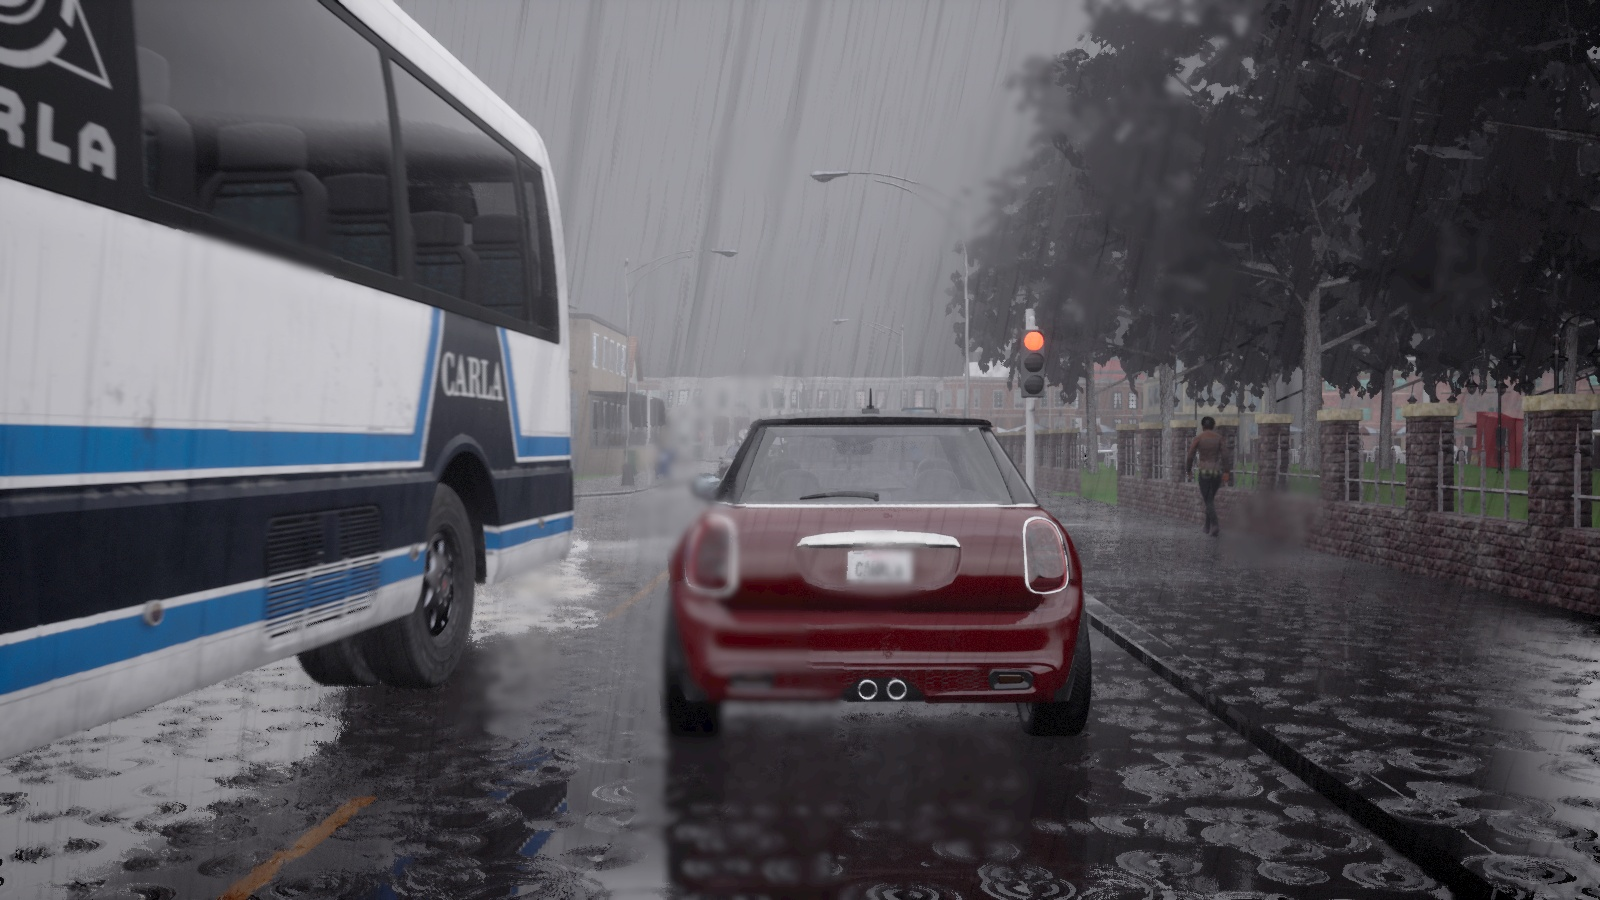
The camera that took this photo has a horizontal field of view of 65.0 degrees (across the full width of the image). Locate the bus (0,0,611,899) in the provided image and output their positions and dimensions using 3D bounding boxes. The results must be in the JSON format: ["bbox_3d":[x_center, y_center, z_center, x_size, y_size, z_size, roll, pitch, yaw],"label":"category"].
[{"bbox_3d":[-3.828,-0.662,5.095,3.944,4.253,10.273,0,0,4],"label":"bus"}]

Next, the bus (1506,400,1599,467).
[{"bbox_3d":[52.313,-1.063,84.296,3.944,4.253,10.273,1,0,0],"label":"bus"}]

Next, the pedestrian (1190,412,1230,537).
[{"bbox_3d":[6.048,0.356,18.547,0.328,1.805,0.869,0,0,2],"label":"pedestrian"}]

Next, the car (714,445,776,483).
[{"bbox_3d":[-2.120,0.509,50.148,2.033,1.411,5.357,0,0,2],"label":"car"}]

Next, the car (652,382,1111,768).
[{"bbox_3d":[0.361,0.560,8.016,2.097,1.767,4.553,0,0,0],"label":"car"}]
